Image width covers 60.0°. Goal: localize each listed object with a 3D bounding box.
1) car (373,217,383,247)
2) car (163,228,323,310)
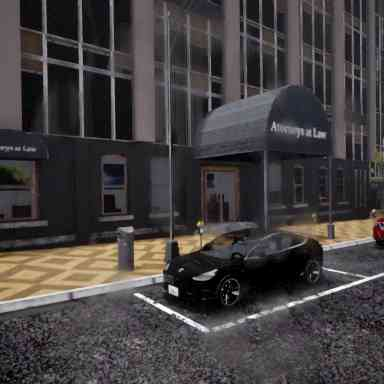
[{"bbox_3d":[9.642,1.310,14.054,5.009,1.841,2.192,0,-1,-37],"label":"car"},{"bbox_3d":[1.370,1.564,7.847,4.313,1.339,1.947,0,-1,-37],"label":"car"}]
